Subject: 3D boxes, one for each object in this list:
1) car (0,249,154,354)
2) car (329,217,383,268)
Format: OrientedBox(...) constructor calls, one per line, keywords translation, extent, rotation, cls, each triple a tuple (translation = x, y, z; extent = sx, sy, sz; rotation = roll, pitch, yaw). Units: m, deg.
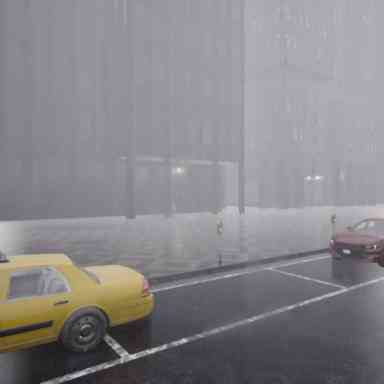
OrientedBox(translation=(-2.908, 1.525, 4.574), extent=(4.829, 1.417, 1.752), rotation=(0, 0, -36), cls="car")
OrientedBox(translation=(6.468, 1.545, 11.277), extent=(4.507, 1.381, 1.887), rotation=(0, 0, -36), cls="car")
